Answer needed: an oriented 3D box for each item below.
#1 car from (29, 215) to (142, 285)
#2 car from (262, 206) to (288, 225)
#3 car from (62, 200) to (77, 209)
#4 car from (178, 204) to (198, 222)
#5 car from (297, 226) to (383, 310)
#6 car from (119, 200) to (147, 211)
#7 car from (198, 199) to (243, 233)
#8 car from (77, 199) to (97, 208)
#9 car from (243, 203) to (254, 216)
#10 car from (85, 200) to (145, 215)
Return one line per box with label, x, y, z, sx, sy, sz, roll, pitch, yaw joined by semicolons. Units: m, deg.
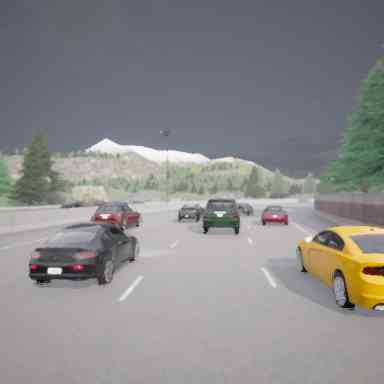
car;-2.903;1.628;9.757;1.812;1.442;4.674;0;-1;4
car;6.722;1.854;27.142;1.994;1.385;4.181;0;-1;12
car;-18.688;2.042;53.417;1.882;1.535;5.008;0;-1;19
car;0.109;1.804;29.623;2.128;1.511;4.902;0;-1;13
car;3.969;1.565;8.029;1.882;1.535;5.008;0;-1;3
car;-8.772;2.037;49.965;2.128;1.511;4.902;0;-1;20
car;2.008;1.449;21.398;2.150;2.045;5.566;0;-1;9
car;-15.360;1.962;52.331;2.097;1.767;4.553;0;-1;20
car;5.898;1.952;38.044;2.033;1.411;5.357;0;-1;17
car;-4.917;1.584;22.162;2.097;1.767;4.553;0;-1;9
